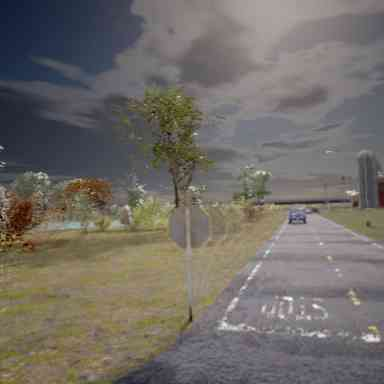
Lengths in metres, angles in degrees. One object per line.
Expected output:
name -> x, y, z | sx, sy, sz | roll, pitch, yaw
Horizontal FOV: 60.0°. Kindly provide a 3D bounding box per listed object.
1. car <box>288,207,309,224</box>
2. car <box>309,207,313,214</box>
car -> 14.087, 3.083, 44.371 | 2.150, 2.045, 5.566 | -3, -3, 18
car -> 31.188, 5.203, 88.682 | 1.994, 1.385, 4.181 | -3, -3, 18
